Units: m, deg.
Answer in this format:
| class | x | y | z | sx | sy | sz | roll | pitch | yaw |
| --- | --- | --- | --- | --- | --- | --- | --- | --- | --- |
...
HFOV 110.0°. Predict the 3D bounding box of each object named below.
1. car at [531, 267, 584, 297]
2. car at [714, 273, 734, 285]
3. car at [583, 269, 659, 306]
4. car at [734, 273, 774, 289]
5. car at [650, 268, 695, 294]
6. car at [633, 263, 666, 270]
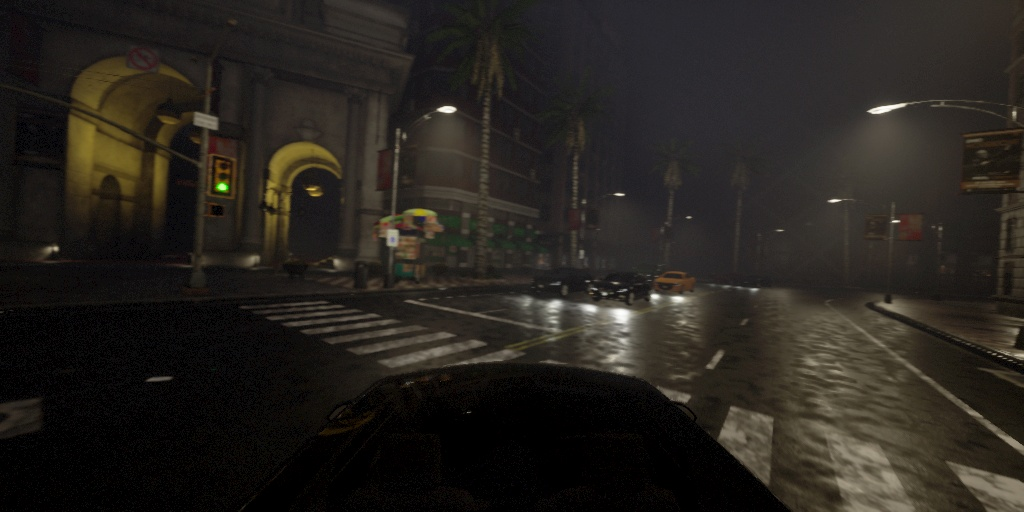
| class | x | y | z | sx | sy | sz | roll | pitch | yaw |
| --- | --- | --- | --- | --- | --- | --- | --- | --- | --- |
| car | 3.016 | 1.381 | 20.532 | 1.882 | 1.535 | 5.008 | 3 | 0 | 37 |
| car | 27.279 | 2.803 | 44.618 | 5.008 | 1.535 | 1.882 | 4 | 0 | -28 |
| car | 5.706 | 1.572 | 18.294 | 1.837 | 1.490 | 4.892 | 3 | 0 | 37 |
| car | 28.042 | 2.881 | 41.006 | 4.892 | 1.490 | 1.837 | 4 | 0 | -30 |
| car | 12.110 | 1.917 | 26.614 | 1.882 | 1.535 | 5.008 | 3 | 1 | 39 |
| car | 12.463 | 1.672 | 32.632 | 2.150 | 2.045 | 5.566 | 3 | 0 | 40 |
